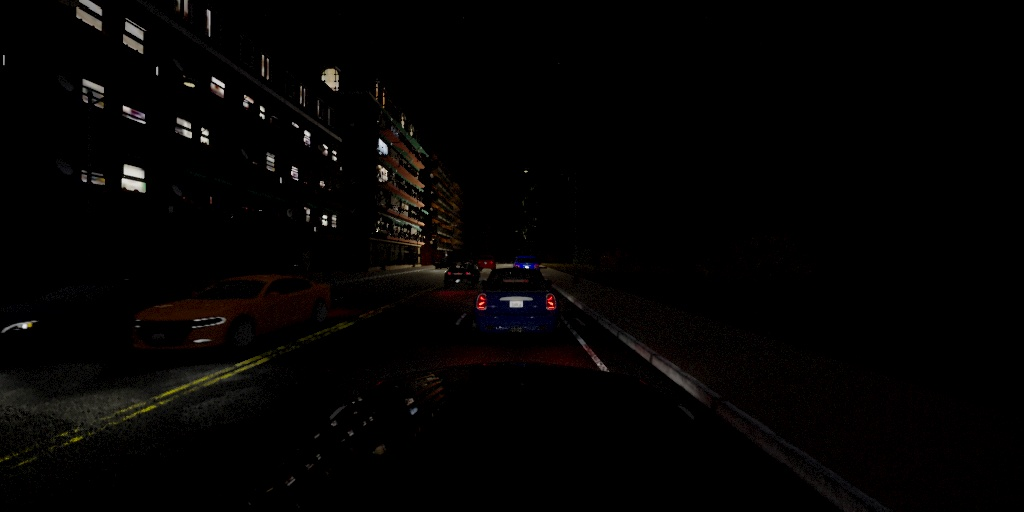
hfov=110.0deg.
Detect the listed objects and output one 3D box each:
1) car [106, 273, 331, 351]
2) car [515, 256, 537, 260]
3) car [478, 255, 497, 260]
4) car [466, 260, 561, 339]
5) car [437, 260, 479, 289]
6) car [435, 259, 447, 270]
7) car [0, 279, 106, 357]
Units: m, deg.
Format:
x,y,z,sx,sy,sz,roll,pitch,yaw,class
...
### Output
x,y,z,sx,sy,sz,roll,pitch,yaw,class
-6.597,1.229,9.196,1.882,1.535,5.008,0,0,0,car
1.151,0.979,30.148,2.150,2.045,5.566,0,0,0,car
-3.120,0.966,44.562,2.150,2.045,5.566,0,-1,-1,car
0.103,1.104,10.194,2.097,1.767,4.553,0,0,0,car
-3.140,1.245,23.247,2.128,1.511,4.902,0,0,0,car
-9.821,1.230,51.843,1.882,1.535,5.008,0,0,0,car
-9.849,1.277,8.725,1.812,1.442,4.674,0,0,0,car
